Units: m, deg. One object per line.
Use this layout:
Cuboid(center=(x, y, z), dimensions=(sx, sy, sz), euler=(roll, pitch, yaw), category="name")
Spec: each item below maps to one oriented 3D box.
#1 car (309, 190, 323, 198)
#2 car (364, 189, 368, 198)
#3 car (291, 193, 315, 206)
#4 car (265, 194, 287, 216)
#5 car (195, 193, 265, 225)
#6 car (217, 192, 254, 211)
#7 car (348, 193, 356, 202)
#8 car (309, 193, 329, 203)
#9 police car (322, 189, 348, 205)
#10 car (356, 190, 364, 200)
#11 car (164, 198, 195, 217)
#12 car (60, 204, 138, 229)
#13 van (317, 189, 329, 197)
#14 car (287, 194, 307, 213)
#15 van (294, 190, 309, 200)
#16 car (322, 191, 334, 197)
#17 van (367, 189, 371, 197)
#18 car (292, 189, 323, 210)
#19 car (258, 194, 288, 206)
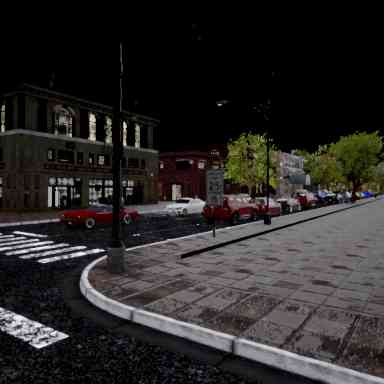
Cuboid(center=(27.157, 0.465, 72.578), dimensions=(1.967, 1.590, 4.097), euler=(1, 2, 34), category="car")
Cuboid(center=(34.165, 0.622, 67.983), dimensions=(1.752, 1.417, 4.829), euler=(1, 2, 34), category="car")
Cuboid(center=(14.988, 0.970, 44.754), dimensions=(1.812, 1.442, 4.674), euler=(1, 1, 35), category="car")
Cuboid(center=(5.808, 1.152, 26.734), dimensions=(1.967, 1.590, 4.097), euler=(1, 2, 34), category="car")
Cuboid(center=(2.669, 1.093, 22.164), dimensions=(2.192, 1.841, 5.009), euler=(1, 1, 34), category="car")
Cuboid(center=(4.729, 0.933, 35.389), dimensions=(2.097, 1.767, 4.553), euler=(1, 1, 35), category="car")
Cuboid(center=(23.707, 0.690, 52.040), dimensions=(2.097, 1.767, 4.553), euler=(1, 1, 35), category="car")
Cuboid(center=(19.997, 0.860, 52.139), dimensions=(1.812, 1.442, 4.674), euler=(1, 1, 35), category="car")
Cuboid(center=(19.838, 0.847, 46.376), dimensions=(1.930, 1.638, 5.238), euler=(1, 1, 35), category="police car")
Cuboid(center=(30.928, 0.750, 63.277), dimensions=(1.802, 1.307, 4.206), euler=(1, 2, 34), category="car")
Cuboid(center=(-0.400, 1.216, 27.944), dimensions=(1.812, 1.442, 4.674), euler=(1, 1, 35), category="car")
Cuboid(center=(-5.583, 1.401, 20.401), dimensions=(1.895, 1.301, 4.718), euler=(1, 1, 34), category="car")
Cuboid(center=(30.298, 0.297, 77.142), dimensions=(1.690, 1.788, 3.998), euler=(1, 2, 34), category="van")
Cuboid(center=(8.947, 1.195, 31.305), dimensions=(2.008, 1.369, 4.403), euler=(1, 2, 34), category="car")
Cuboid(center=(20.877, 0.504, 63.440), dimensions=(1.690, 1.788, 3.998), euler=(1, 2, 34), category="van")
Cuboid(center=(33.436, 0.437, 81.715), dimensions=(2.008, 1.369, 4.403), euler=(1, 2, 34), category="car")
Cuboid(center=(40.351, 0.301, 76.974), dimensions=(1.690, 1.788, 3.998), euler=(1, 2, 34), category="van")
Cuboid(center=(12.090, 0.892, 35.867), dimensions=(2.192, 1.841, 5.009), euler=(1, 2, 34), category="car")
Cuboid(center=(10.766, 1.000, 44.117), dimensions=(2.033, 1.411, 5.357), euler=(1, 1, 35), category="car")
